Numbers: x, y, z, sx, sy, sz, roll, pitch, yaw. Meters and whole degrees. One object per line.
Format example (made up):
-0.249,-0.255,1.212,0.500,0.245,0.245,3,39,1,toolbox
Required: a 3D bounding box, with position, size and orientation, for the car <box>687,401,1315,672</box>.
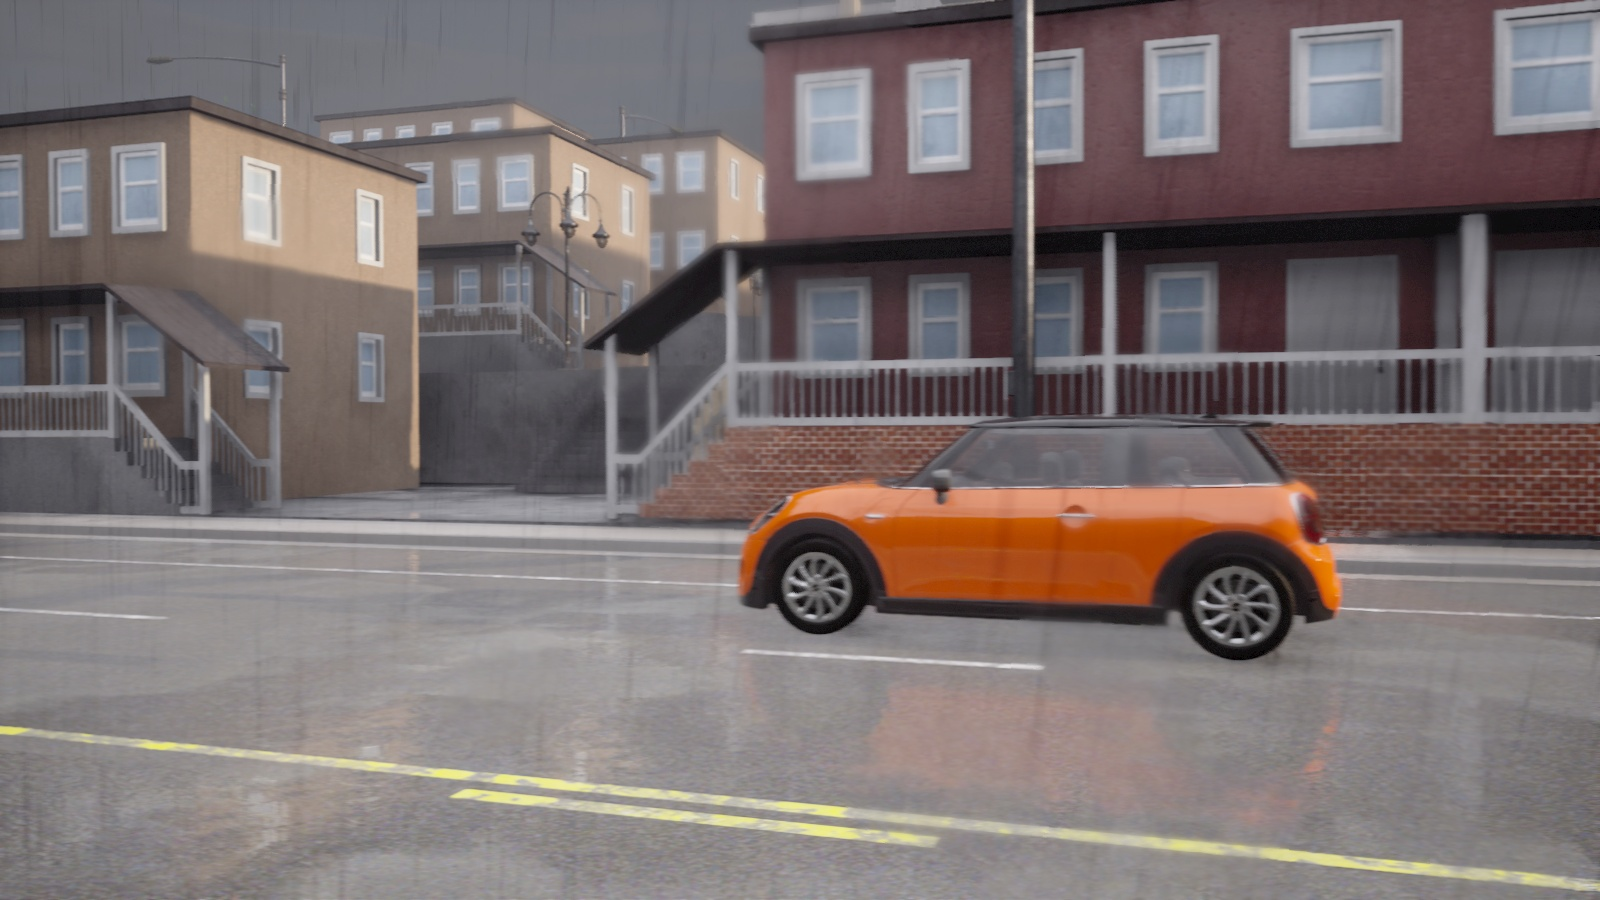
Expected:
1.616,0.531,9.994,4.553,1.767,2.097,1,1,22,car
